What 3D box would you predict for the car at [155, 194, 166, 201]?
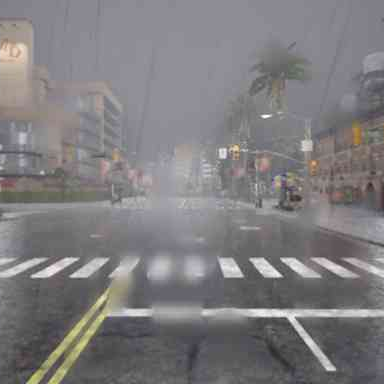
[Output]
[{"bbox_3d":[-6.915,1.438,75.914,1.895,1.301,4.718,0,0,0],"label":"car"}]
